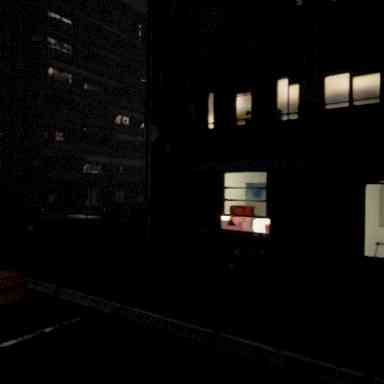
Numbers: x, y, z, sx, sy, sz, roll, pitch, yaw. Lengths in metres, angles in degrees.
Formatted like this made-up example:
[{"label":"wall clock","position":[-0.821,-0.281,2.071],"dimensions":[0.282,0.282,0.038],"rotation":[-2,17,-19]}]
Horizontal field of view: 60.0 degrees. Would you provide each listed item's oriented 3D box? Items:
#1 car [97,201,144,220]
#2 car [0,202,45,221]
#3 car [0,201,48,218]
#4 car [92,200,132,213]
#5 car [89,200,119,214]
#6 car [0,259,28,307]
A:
[{"label":"car","position":[-6.068,1.815,30.566],"dimensions":[1.947,1.339,4.313],"rotation":[1,0,36]},{"label":"car","position":[-14.836,1.657,28.414],"dimensions":[1.994,1.385,4.181],"rotation":[1,0,36]},{"label":"car","position":[-16.092,1.612,31.069],"dimensions":[2.008,1.369,4.403],"rotation":[1,0,36]},{"label":"car","position":[-9.545,1.698,39.991],"dimensions":[1.887,1.381,4.507],"rotation":[1,0,36]},{"label":"car","position":[-9.007,1.701,36.341],"dimensions":[1.812,1.442,4.674],"rotation":[1,0,36]},{"label":"car","position":[-5.229,1.520,6.743],"dimensions":[4.829,1.417,1.752],"rotation":[0,1,35]}]
